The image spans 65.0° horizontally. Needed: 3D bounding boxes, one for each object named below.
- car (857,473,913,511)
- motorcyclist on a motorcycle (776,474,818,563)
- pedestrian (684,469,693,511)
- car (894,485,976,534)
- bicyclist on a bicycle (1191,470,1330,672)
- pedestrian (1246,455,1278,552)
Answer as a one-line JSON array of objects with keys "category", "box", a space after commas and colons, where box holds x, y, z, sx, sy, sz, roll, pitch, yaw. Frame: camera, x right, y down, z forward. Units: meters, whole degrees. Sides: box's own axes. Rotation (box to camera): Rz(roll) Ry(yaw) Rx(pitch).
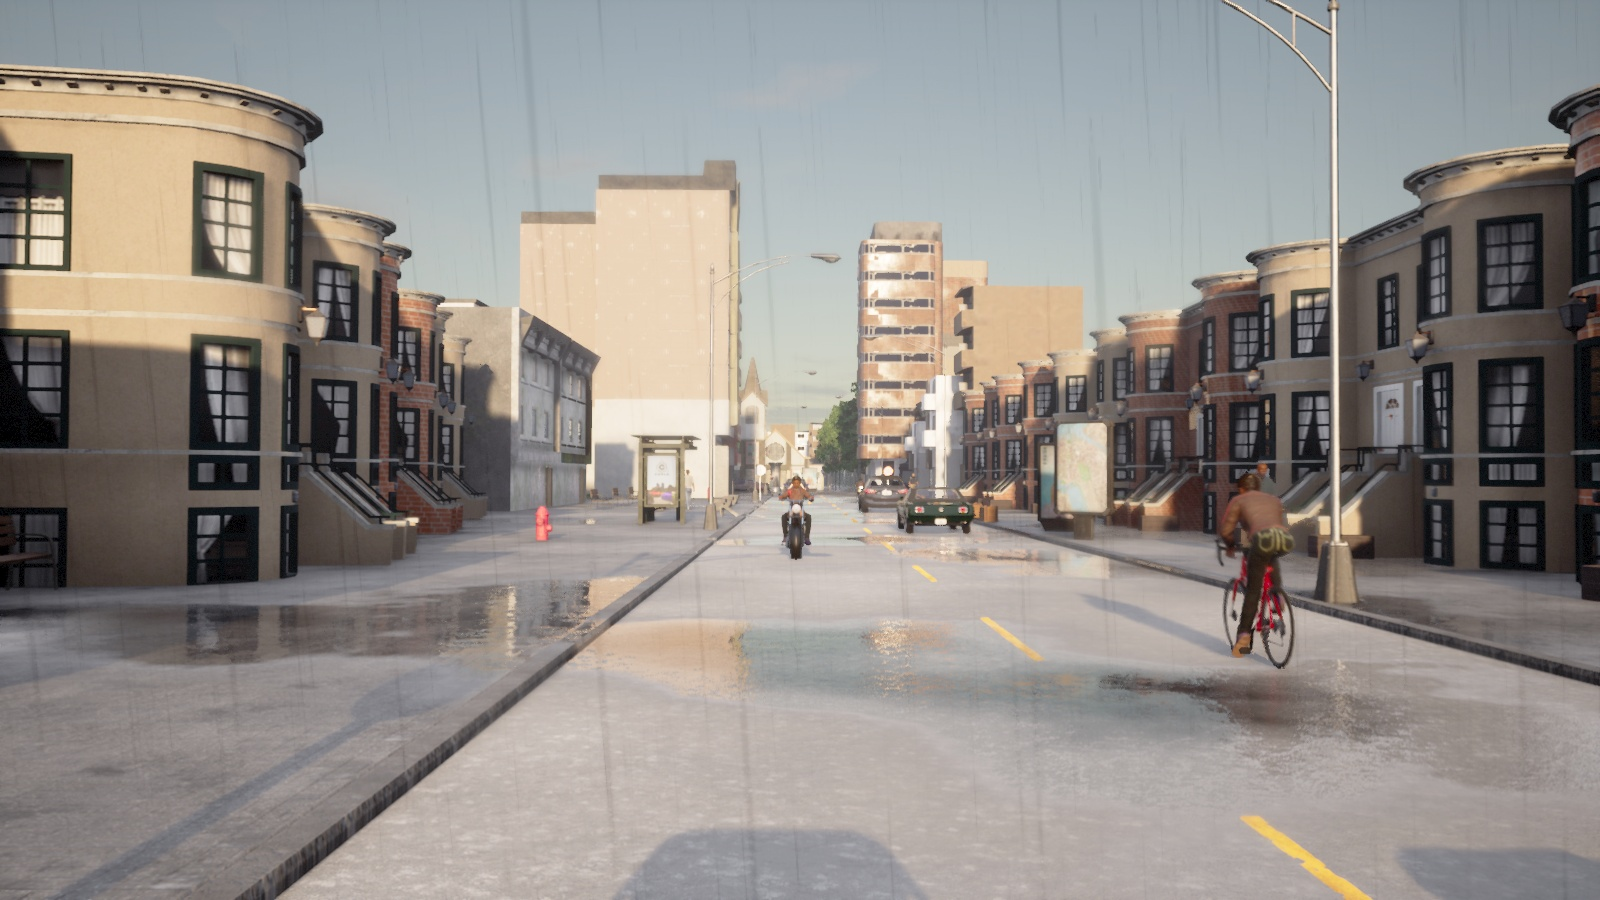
[{"category": "car", "box": [3.857, 1.899, 57.727, 2.242, 1.667, 4.611, 0, -1, 0]}, {"category": "motorcyclist on a motorcycle", "box": [-0.062, 1.305, 24.567, 0.766, 1.649, 2.350, 0, -1, 0]}, {"category": "pedestrian", "box": [-4.911, 1.747, 55.268, 0.354, 1.836, 0.706, 0, -1, -7]}, {"category": "car", "box": [3.909, 1.707, 36.999, 1.895, 1.301, 4.718, 0, -1, 0]}, {"category": "bicyclist on a bicycle", "box": [3.970, 0.996, 10.949, 0.582, 1.620, 1.656, 0, -2, 0]}, {"category": "pedestrian", "box": [8.827, 1.016, 23.996, 0.370, 1.835, 0.726, 0, -1, 5]}]
